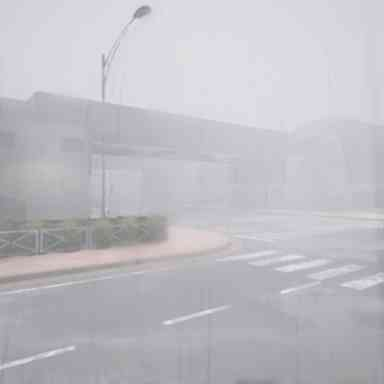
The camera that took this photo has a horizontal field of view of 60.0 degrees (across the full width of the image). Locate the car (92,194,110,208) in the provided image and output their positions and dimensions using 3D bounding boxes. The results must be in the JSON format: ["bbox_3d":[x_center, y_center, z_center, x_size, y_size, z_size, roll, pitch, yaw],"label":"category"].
[{"bbox_3d":[-14.431,1.494,49.614,1.882,1.535,5.008,0,0,-35],"label":"car"}]
